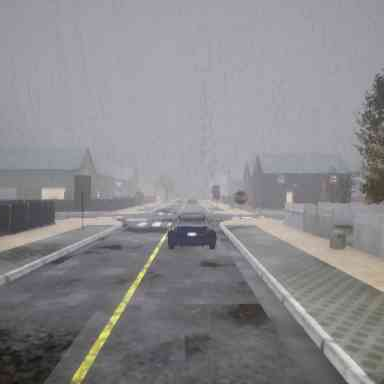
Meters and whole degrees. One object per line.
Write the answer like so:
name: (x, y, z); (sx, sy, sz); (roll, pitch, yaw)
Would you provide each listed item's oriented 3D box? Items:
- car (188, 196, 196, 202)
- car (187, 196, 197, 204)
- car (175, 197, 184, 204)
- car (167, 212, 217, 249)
car: (0.000, 1.755, 83.526); (2.033, 1.411, 5.357); (0, -1, 0)
car: (0.000, 1.823, 67.690); (1.994, 1.385, 4.181); (0, 0, 0)
car: (-2.749, 1.772, 74.166); (1.882, 1.535, 5.008); (0, 0, 0)
car: (0.000, 1.587, 14.652); (1.994, 1.385, 4.181); (0, 0, 0)
